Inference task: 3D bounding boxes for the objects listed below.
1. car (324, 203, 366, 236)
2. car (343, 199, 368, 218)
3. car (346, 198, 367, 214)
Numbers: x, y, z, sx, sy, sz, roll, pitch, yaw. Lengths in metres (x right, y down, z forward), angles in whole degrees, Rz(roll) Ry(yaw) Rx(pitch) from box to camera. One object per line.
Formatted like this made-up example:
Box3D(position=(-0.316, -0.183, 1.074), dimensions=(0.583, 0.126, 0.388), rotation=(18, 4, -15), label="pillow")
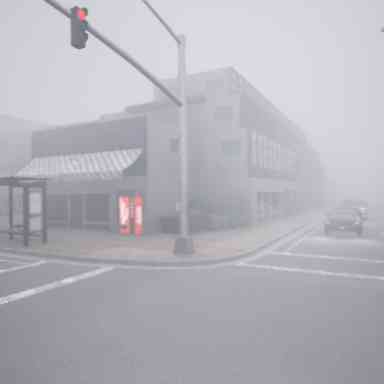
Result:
Box3D(position=(8.805, 1.581, 19.191), dimensions=(1.812, 1.442, 4.674), rotation=(-1, 0, 28), label="car")
Box3D(position=(13.487, 1.387, 27.934), dimensions=(2.097, 1.767, 4.553), rotation=(-1, 0, 28), label="car")
Box3D(position=(18.348, 1.491, 36.982), dimensions=(1.882, 1.535, 5.008), rotation=(-1, 0, 28), label="car")
